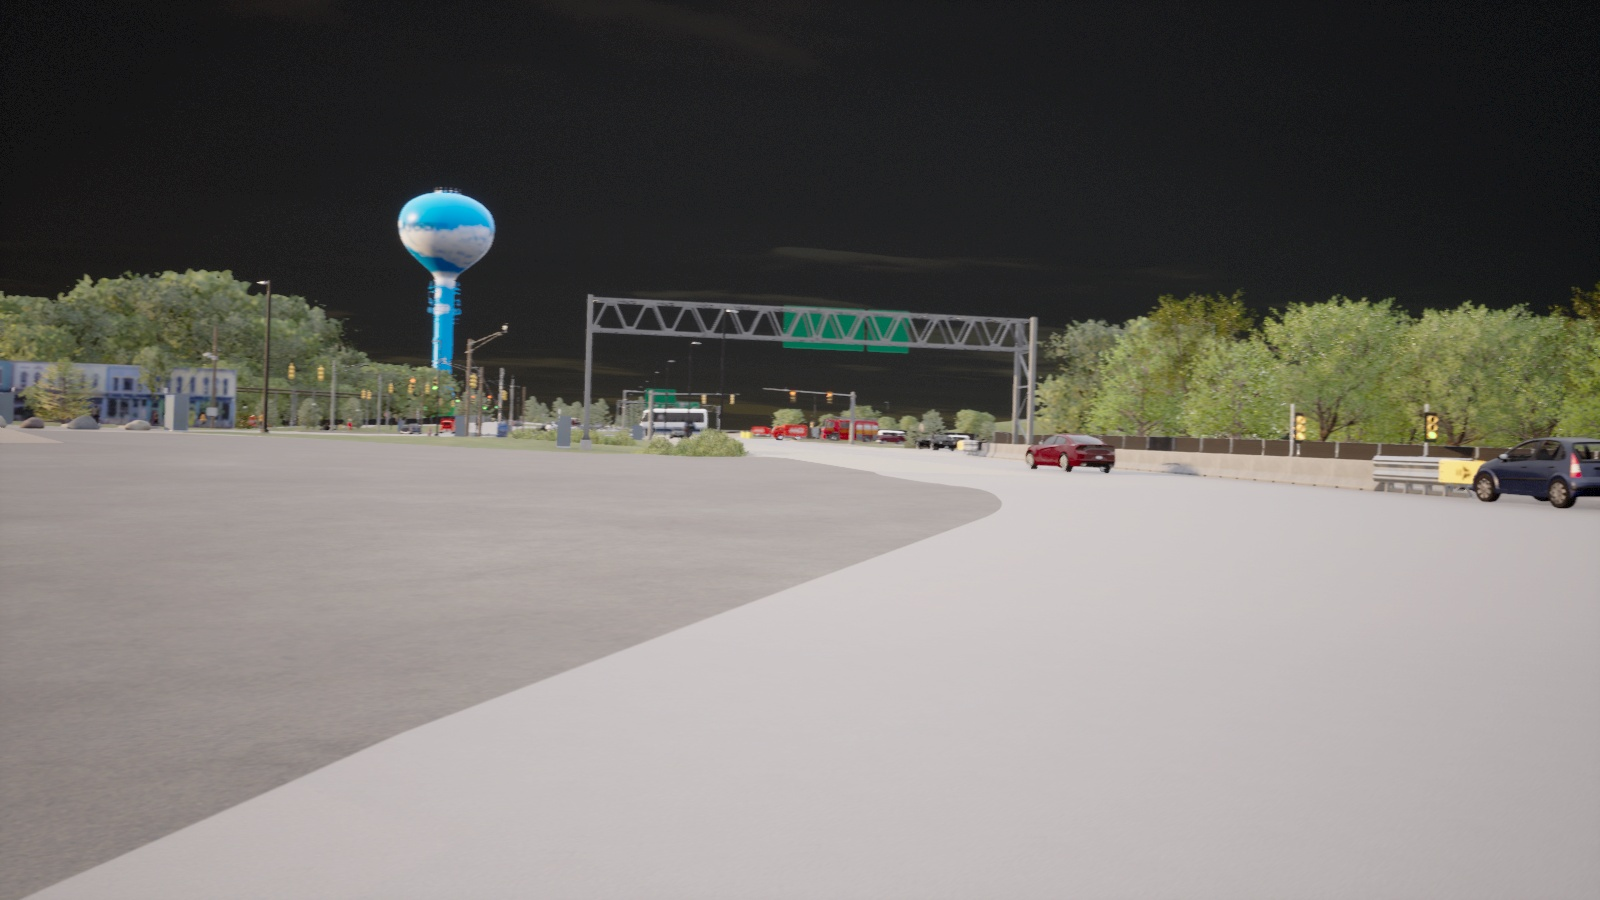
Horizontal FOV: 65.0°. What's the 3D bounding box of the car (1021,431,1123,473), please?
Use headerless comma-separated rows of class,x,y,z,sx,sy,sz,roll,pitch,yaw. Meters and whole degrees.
car,10.776,0.035,50.148,1.882,1.535,5.008,2,1,-15

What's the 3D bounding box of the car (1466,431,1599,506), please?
car,17.847,0.383,29.707,1.851,1.617,3.988,-1,1,-4
